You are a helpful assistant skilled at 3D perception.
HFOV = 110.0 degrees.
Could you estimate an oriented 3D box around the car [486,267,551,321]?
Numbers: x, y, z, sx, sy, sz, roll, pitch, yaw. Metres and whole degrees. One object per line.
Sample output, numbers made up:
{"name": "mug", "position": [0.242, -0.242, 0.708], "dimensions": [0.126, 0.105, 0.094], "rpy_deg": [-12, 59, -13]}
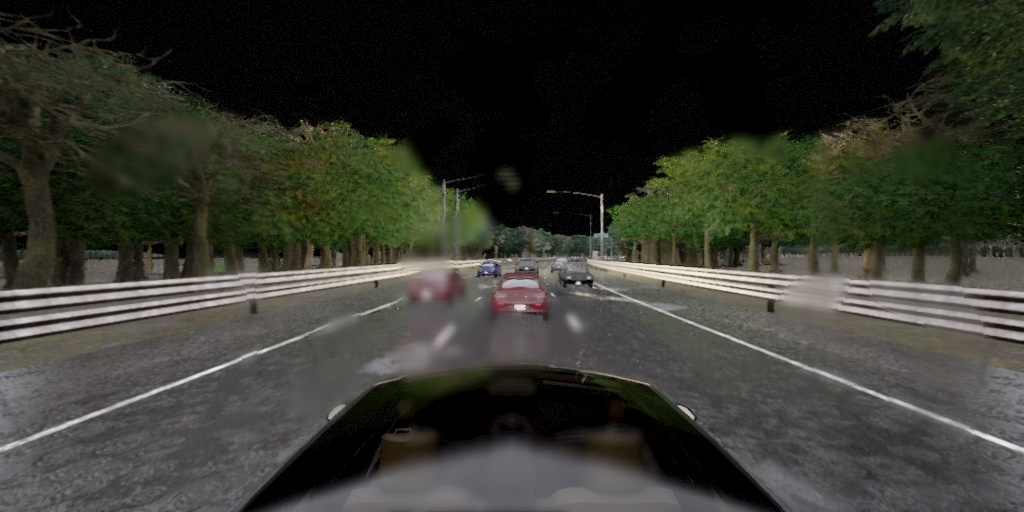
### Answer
{"name": "car", "position": [0.297, 1.274, 12.350], "dimensions": [1.812, 1.442, 4.674], "rpy_deg": [0, 0, 1]}

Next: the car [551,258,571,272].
{"name": "car", "position": [6.015, 1.303, 45.424], "dimensions": [1.994, 1.385, 4.181], "rpy_deg": [0, 0, 7]}

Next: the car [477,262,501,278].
{"name": "car", "position": [-2.069, 1.265, 33.421], "dimensions": [1.812, 1.442, 4.674], "rpy_deg": [0, 0, 4]}

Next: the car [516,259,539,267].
{"name": "car", "position": [1.415, 1.095, 32.850], "dimensions": [2.097, 1.767, 4.553], "rpy_deg": [0, 0, 4]}

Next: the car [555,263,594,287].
{"name": "car", "position": [4.183, 1.345, 24.008], "dimensions": [1.895, 1.301, 4.718], "rpy_deg": [0, 0, 3]}

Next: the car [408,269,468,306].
{"name": "car", "position": [-3.094, 1.270, 15.614], "dimensions": [1.812, 1.442, 4.674], "rpy_deg": [0, 0, 2]}
